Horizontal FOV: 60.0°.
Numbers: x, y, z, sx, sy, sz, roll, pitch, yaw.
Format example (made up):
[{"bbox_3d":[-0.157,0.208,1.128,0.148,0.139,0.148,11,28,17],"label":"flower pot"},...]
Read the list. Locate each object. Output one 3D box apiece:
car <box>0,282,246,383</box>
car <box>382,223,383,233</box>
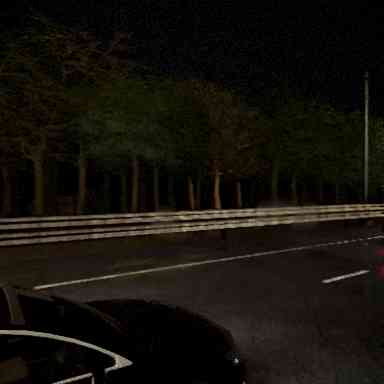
[{"bbox_3d":[-1.732,1.499,2.478,4.892,1.490,1.837,0,0,-36],"label":"car"},{"bbox_3d":[10.867,1.596,15.278,4.718,1.301,1.895,0,0,-33],"label":"car"}]
